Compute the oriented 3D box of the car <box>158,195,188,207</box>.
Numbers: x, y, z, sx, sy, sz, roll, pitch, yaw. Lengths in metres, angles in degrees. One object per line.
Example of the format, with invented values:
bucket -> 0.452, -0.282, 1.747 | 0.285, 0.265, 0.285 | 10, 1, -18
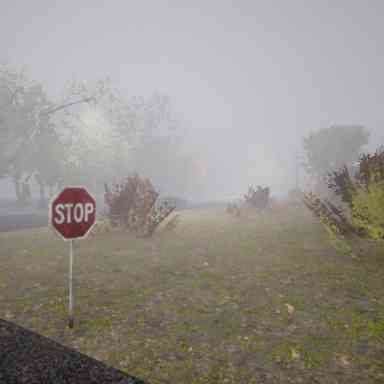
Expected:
car -> -2.234, 1.155, 40.377 | 1.837, 1.490, 4.892 | 0, 1, 29
